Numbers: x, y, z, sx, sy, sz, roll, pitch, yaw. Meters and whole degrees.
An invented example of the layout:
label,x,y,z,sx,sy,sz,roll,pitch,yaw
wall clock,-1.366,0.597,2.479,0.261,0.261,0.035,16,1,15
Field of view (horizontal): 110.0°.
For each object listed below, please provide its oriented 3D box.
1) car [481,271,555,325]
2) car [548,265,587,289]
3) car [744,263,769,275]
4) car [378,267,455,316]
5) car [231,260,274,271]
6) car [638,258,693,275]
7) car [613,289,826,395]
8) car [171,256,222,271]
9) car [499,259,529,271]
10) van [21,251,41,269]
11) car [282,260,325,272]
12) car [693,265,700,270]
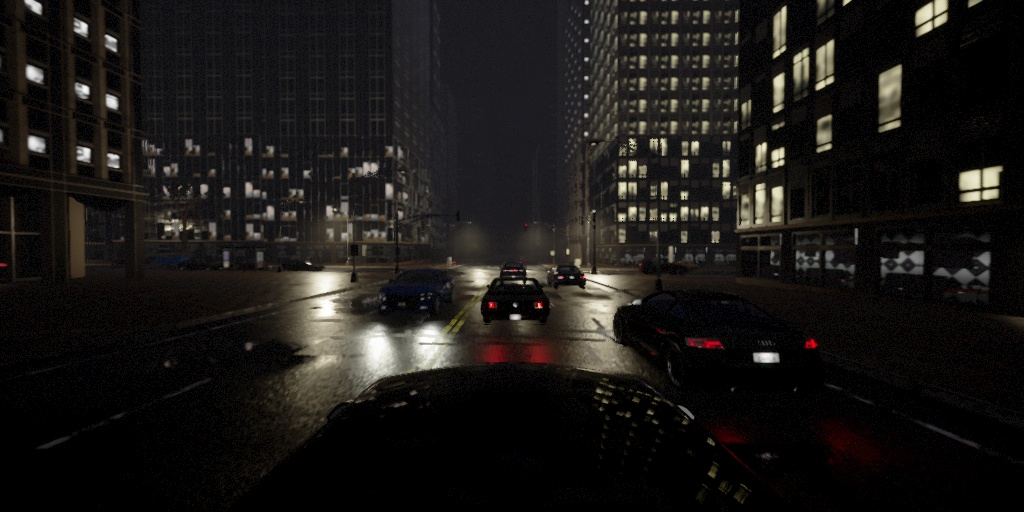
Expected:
label,x,y,z,sx,sy,sz,roll,pitch,yaw
car,0.097,1.325,11.699,1.895,1.301,4.718,0,0,0
car,3.345,1.241,22.513,2.033,1.411,5.357,0,0,0
car,27.631,1.489,38.355,4.829,1.417,1.751,0,0,1
car,-3.350,1.198,13.377,1.882,1.535,5.008,0,0,0
car,-28.427,1.053,39.194,4.207,1.307,1.802,0,0,1
car,16.182,1.181,38.548,5.009,1.841,2.192,0,0,1
car,3.343,1.301,6.715,1.994,1.385,4.181,0,0,0
car,-34.108,0.985,39.365,4.313,1.339,1.948,0,0,1
car,0.093,1.174,25.986,2.128,1.511,4.902,0,0,0
van,-51.152,0.604,39.758,3.998,1.789,1.690,0,0,1
car,-22.743,1.089,39.062,4.313,1.339,1.948,0,0,1
car,21.790,1.286,46.834,4.829,1.417,1.751,0,0,1
